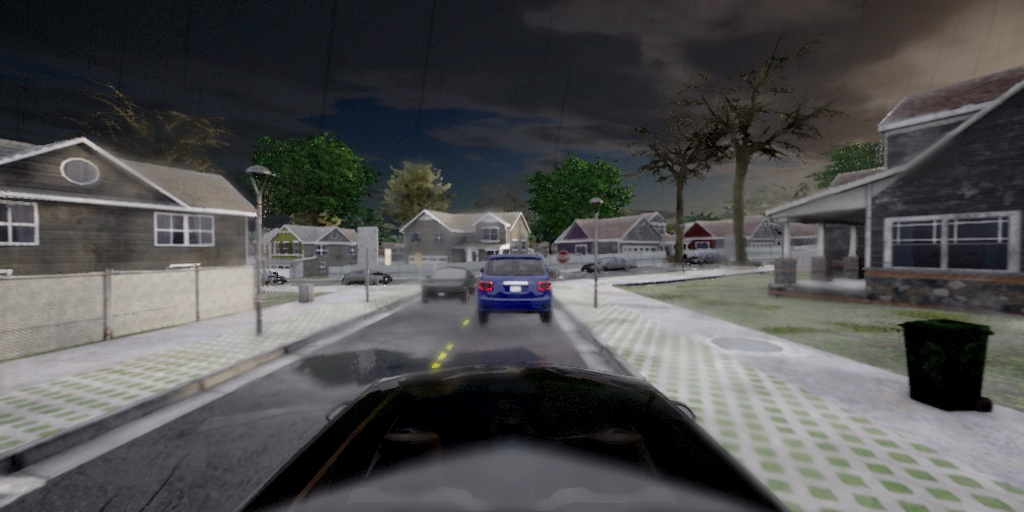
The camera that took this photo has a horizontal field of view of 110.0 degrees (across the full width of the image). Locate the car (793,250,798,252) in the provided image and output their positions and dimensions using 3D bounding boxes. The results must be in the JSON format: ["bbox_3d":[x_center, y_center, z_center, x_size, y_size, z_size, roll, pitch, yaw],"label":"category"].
[{"bbox_3d":[38.508,-0.460,46.606,5.008,1.535,1.882,-2,2,-25],"label":"car"}]

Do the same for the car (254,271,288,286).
[{"bbox_3d":[-24.160,2.190,34.496,5.357,1.411,2.033,-2,0,22],"label":"car"}]

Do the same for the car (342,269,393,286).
[{"bbox_3d":[-11.975,1.751,29.659,4.181,1.385,1.994,-2,0,21],"label":"car"}]

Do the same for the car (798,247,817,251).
[{"bbox_3d":[36.778,-0.274,42.675,4.892,1.490,1.837,-2,2,-25],"label":"car"}]

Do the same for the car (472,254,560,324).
[{"bbox_3d":[0.095,0.966,12.085,2.150,2.045,5.566,0,0,0],"label":"car"}]

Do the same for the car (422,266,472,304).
[{"bbox_3d":[-2.756,1.223,16.506,1.882,1.535,5.008,0,0,0],"label":"car"}]

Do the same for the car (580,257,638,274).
[{"bbox_3d":[8.927,0.807,32.826,5.357,1.411,2.033,-3,2,-23],"label":"car"}]

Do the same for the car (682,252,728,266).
[{"bbox_3d":[20.645,0.299,38.264,5.357,1.411,2.033,-2,2,-25],"label":"car"}]
